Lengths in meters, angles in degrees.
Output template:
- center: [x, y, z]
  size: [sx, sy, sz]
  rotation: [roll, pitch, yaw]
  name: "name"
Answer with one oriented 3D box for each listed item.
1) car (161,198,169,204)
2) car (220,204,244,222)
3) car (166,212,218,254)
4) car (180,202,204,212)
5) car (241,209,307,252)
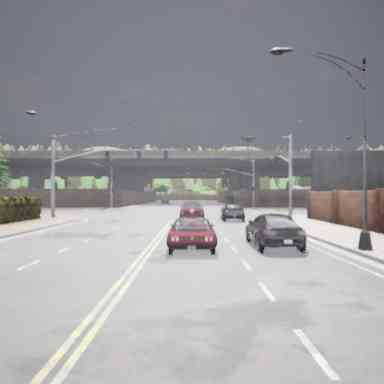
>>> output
- center: [-7.014, 2.323, 86.549]
  size: [2.128, 1.511, 4.902]
  rotation: [0, -1, 0]
  name: "car"
- center: [3.564, 1.763, 29.278]
  size: [2.128, 1.511, 4.902]
  rotation: [0, 0, 3]
  name: "car"
- center: [0.000, 1.732, 14.101]
  size: [1.895, 1.301, 4.718]
  rotation: [0, 0, 0]
  name: "car"
- center: [-0.018, 1.619, 29.078]
  size: [2.097, 1.767, 4.553]
  rotation: [0, -1, 0]
  name: "car"
- center: [3.504, 1.659, 14.371]
  size: [1.812, 1.442, 4.674]
  rotation: [0, 0, 0]
  name: "car"
